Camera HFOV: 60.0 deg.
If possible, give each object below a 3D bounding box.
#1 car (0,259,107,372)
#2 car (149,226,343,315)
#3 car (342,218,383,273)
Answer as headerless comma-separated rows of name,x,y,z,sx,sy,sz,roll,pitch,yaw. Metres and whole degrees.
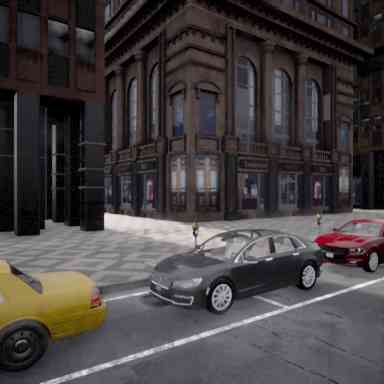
car,-3.564,1.525,4.107,4.829,1.417,1.752,0,0,-35
car,1.159,1.551,7.464,4.403,1.369,2.008,0,0,-35
car,5.733,1.546,10.716,4.507,1.381,1.887,0,0,-35
